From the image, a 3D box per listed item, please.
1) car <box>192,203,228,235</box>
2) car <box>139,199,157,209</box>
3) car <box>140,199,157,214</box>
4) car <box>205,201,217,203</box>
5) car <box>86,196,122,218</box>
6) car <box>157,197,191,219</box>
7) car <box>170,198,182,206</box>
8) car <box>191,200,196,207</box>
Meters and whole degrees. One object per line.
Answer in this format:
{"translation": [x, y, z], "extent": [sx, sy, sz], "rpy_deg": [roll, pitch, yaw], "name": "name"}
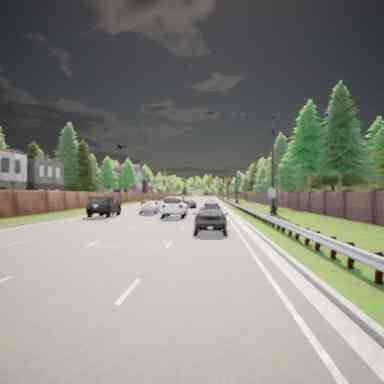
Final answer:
{"translation": [1.113, 1.664, 20.030], "extent": [1.837, 1.490, 4.892], "rpy_deg": [0, 0, 3], "name": "car"}
{"translation": [-7.294, 1.895, 55.308], "extent": [2.128, 1.511, 4.902], "rpy_deg": [0, 0, 3], "name": "car"}
{"translation": [-4.786, 1.808, 38.632], "extent": [1.812, 1.442, 4.674], "rpy_deg": [0, -1, 3], "name": "car"}
{"translation": [2.322, 1.809, 40.242], "extent": [2.128, 1.511, 4.902], "rpy_deg": [0, 0, 3], "name": "car"}
{"translation": [-8.631, 1.450, 32.944], "extent": [2.150, 2.045, 5.566], "rpy_deg": [0, 0, 3], "name": "car"}
{"translation": [-1.643, 1.470, 32.548], "extent": [2.150, 2.045, 5.566], "rpy_deg": [0, 0, 3], "name": "car"}
{"translation": [-3.156, 2.023, 65.866], "extent": [1.812, 1.442, 4.674], "rpy_deg": [0, -1, 3], "name": "car"}
{"translation": [-0.298, 1.987, 55.029], "extent": [1.994, 1.385, 4.181], "rpy_deg": [0, 0, 3], "name": "car"}
